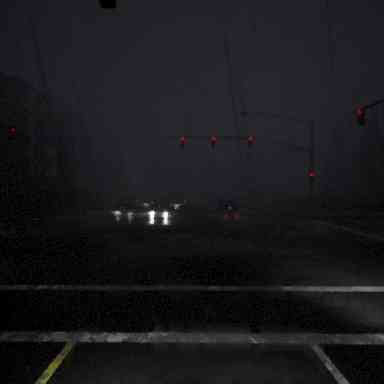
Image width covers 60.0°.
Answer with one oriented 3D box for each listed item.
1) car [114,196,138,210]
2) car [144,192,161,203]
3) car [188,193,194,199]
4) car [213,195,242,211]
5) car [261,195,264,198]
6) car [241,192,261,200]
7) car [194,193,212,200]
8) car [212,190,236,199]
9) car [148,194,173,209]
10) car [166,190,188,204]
[{"bbox_3d":[-6.997,1.177,36.058,2.033,1.411,5.357,0,1,-1],"label":"car"},{"bbox_3d":[-6.018,0.812,52.493,2.097,1.767,4.553,0,1,12],"label":"car"},{"bbox_3d":[-0.729,0.855,67.570,2.033,1.411,5.357,0,1,31],"label":"car"},{"bbox_3d":[3.684,1.242,34.954,1.895,1.301,4.718,0,1,-1],"label":"car"},{"bbox_3d":[13.765,0.775,74.598,5.357,1.411,2.033,0,1,-39],"label":"car"},{"bbox_3d":[11.480,0.839,66.951,1.812,1.442,4.674,0,1,38],"label":"car"},{"bbox_3d":[2.976,0.915,66.851,1.895,1.301,4.718,0,1,31],"label":"car"},{"bbox_3d":[6.844,0.540,66.427,2.150,2.045,5.566,0,1,35],"label":"car"},{"bbox_3d":[-3.512,1.215,37.505,1.895,1.301,4.718,0,1,-1],"label":"car"},{"bbox_3d":[-2.652,0.682,51.911,2.150,2.045,5.566,0,1,12],"label":"car"}]
